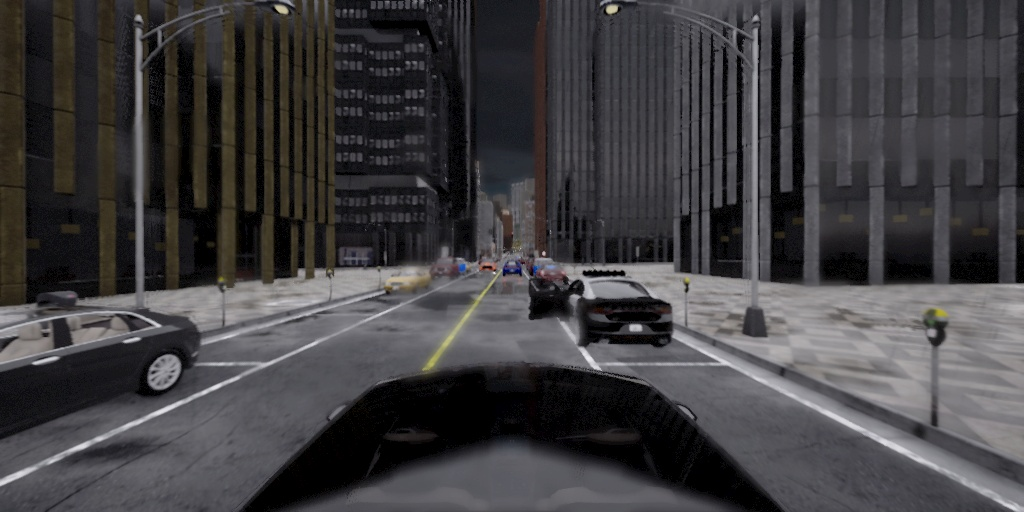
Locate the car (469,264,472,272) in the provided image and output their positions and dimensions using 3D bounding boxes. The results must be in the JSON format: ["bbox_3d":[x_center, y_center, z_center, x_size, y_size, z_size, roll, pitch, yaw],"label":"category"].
[{"bbox_3d":[-5.772,1.278,42.389,1.751,1.417,4.829,0,0,0],"label":"car"}]

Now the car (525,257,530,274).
[{"bbox_3d":[2.758,1.066,37.024,2.192,1.841,5.009,0,0,0],"label":"car"}]

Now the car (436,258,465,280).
[{"bbox_3d":[-5.772,1.065,31.510,2.192,1.841,5.009,0,0,0],"label":"car"}]

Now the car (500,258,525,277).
[{"bbox_3d":[0.051,1.229,36.312,1.882,1.535,5.008,0,0,1],"label":"car"}]

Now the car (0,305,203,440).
[{"bbox_3d":[-5.771,1.300,3.886,2.007,1.370,4.403,0,0,0],"label":"car"}]

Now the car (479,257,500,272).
[{"bbox_3d":[-3.027,1.105,46.093,2.097,1.767,4.553,0,0,0],"label":"car"}]

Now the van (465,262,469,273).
[{"bbox_3d":[-5.772,1.092,37.035,1.690,1.789,3.998,0,0,0],"label":"van"}]

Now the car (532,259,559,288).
[{"bbox_3d":[2.762,1.190,25.974,1.967,1.591,4.097,0,0,0],"label":"car"}]

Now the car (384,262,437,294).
[{"bbox_3d":[-5.772,1.275,20.291,1.751,1.417,4.829,0,0,0],"label":"car"}]

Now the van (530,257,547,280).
[{"bbox_3d":[2.760,1.091,31.499,1.690,1.789,3.998,0,0,0],"label":"van"}]

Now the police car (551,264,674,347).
[{"bbox_3d":[2.365,1.175,9.449,1.930,1.638,5.238,0,0,0],"label":"police car"}]
